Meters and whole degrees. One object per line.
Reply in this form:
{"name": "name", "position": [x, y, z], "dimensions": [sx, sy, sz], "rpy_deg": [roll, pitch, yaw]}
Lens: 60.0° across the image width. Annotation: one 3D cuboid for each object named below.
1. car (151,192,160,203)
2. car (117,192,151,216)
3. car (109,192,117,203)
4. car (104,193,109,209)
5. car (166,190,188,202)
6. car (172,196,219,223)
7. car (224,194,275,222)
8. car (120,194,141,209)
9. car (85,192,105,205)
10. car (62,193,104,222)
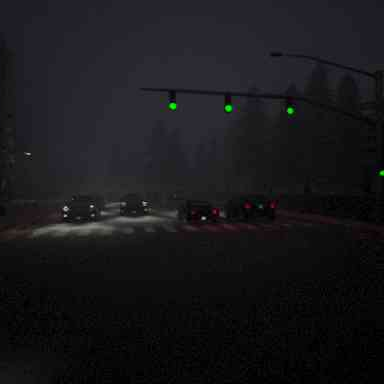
{"name": "car", "position": [-5.582, 0.719, 44.632], "dimensions": [2.128, 1.511, 4.902], "rpy_deg": [-1, 1, -20]}
{"name": "car", "position": [-4.789, 0.886, 27.089], "dimensions": [2.097, 1.767, 4.553], "rpy_deg": [-1, 1, -12]}
{"name": "car", "position": [-11.215, 0.735, 48.333], "dimensions": [1.837, 1.490, 4.892], "rpy_deg": [-1, 1, -28]}
{"name": "car", "position": [-9.404, 1.046, 32.100], "dimensions": [2.033, 1.411, 5.357], "rpy_deg": [-1, 1, -11]}
{"name": "car", "position": [-2.082, 0.529, 45.107], "dimensions": [2.097, 1.767, 4.553], "rpy_deg": [-1, 1, -19]}
{"name": "car", "position": [0.196, 1.178, 21.308], "dimensions": [1.895, 1.301, 4.718], "rpy_deg": [-1, 1, -12]}
{"name": "car", "position": [3.648, 0.878, 21.882], "dimensions": [2.097, 1.767, 4.553], "rpy_deg": [-1, 1, -12]}
{"name": "car", "position": [-6.763, 0.939, 36.320], "dimensions": [2.033, 1.411, 5.357], "rpy_deg": [-1, 1, -12]}
{"name": "car", "position": [-12.774, 0.810, 43.607], "dimensions": [1.882, 1.535, 5.008], "rpy_deg": [-1, 1, -23]}
{"name": "car", "position": [-7.484, 0.994, 22.827], "dimensions": [2.097, 1.767, 4.553], "rpy_deg": [-1, 1, -11]}
